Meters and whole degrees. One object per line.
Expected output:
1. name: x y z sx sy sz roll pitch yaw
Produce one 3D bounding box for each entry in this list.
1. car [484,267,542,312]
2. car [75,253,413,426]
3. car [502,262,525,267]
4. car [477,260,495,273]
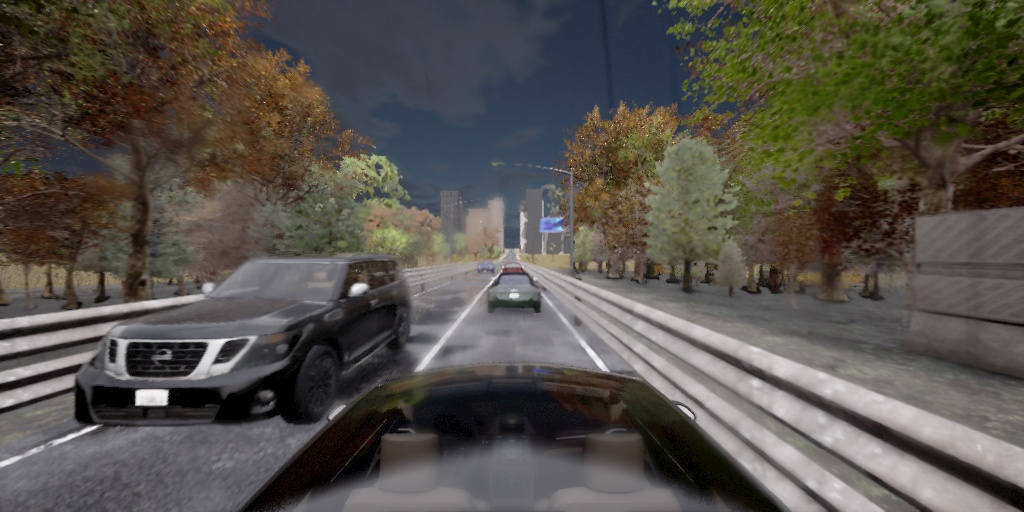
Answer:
1. car: 0.093 1.305 14.078 1.994 1.385 4.181 0 0 0
2. car: -3.347 0.962 6.096 2.150 2.045 5.566 0 0 0
3. car: 0.105 1.317 32.347 1.882 1.535 5.008 0 0 0
4. car: -3.314 1.313 46.442 2.097 1.767 4.553 0 -1 0
